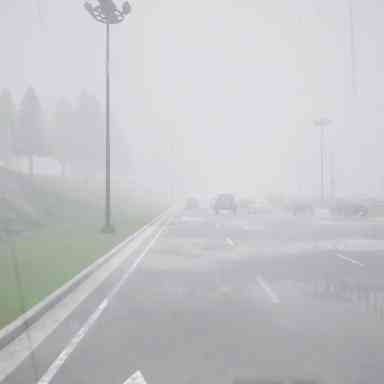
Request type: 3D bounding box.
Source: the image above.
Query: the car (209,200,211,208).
[{"bbox_3d":[3.488,1.526,46.030,1.812,1.442,4.674,0,0,0],"label":"car"}]

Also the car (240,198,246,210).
[{"bbox_3d":[7.026,1.478,44.002,1.882,1.535,5.008,0,0,0],"label":"car"}]

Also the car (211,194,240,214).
[{"bbox_3d":[3.501,1.221,35.630,2.150,2.045,5.566,0,0,1],"label":"car"}]

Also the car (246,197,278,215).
[{"bbox_3d":[7.046,1.526,33.979,1.812,1.442,4.674,0,0,0],"label":"car"}]

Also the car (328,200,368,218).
[{"bbox_3d":[14.057,1.506,30.241,1.837,1.490,4.892,0,0,0],"label":"car"}]

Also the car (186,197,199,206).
[{"bbox_3d":[0.026,1.547,54.982,2.033,1.411,5.357,0,0,-3],"label":"car"}]

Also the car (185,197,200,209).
[{"bbox_3d":[0.046,1.547,44.306,2.033,1.411,5.357,0,0,0],"label":"car"}]

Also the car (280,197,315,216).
[{"bbox_3d":[10.551,1.505,32.893,1.837,1.490,4.892,0,0,0],"label":"car"}]

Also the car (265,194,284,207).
[{"bbox_3d":[10.524,1.221,43.355,2.150,2.045,5.566,0,0,0],"label":"car"}]
